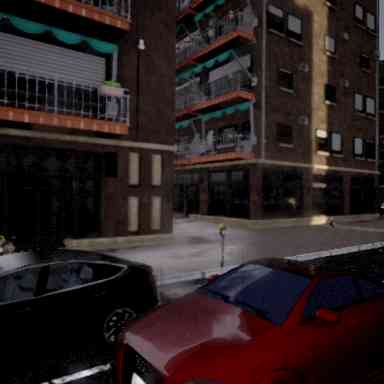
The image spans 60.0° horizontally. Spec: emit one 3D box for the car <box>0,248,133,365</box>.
[{"bbox_3d":[-2.531,1.573,4.751,4.313,1.339,1.947,1,0,-35],"label":"car"}]

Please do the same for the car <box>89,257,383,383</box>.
[{"bbox_3d":[1.145,1.601,4.192,4.181,1.385,1.994,1,0,-35],"label":"car"}]

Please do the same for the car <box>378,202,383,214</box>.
[{"bbox_3d":[19.797,1.756,33.853,2.008,1.369,4.403,2,0,-36],"label":"car"}]
